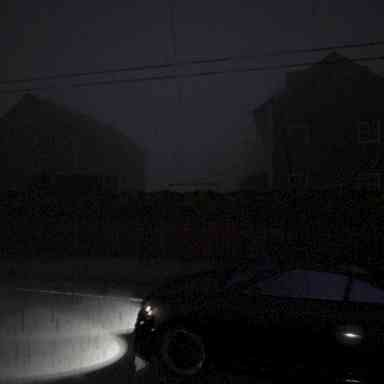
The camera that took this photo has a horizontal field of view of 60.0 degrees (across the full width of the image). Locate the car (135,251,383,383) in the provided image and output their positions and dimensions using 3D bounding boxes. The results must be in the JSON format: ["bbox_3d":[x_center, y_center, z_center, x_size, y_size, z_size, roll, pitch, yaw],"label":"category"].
[{"bbox_3d":[1.351,1.563,4.594,4.181,1.385,1.994,0,0,15],"label":"car"}]
